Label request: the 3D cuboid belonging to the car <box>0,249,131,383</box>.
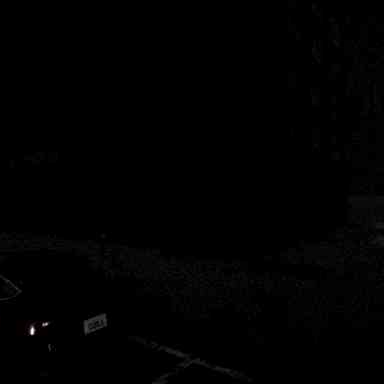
[{"bbox_3d":[-2.815,1.566,5.076,4.313,1.339,1.947,0,0,35],"label":"car"}]
